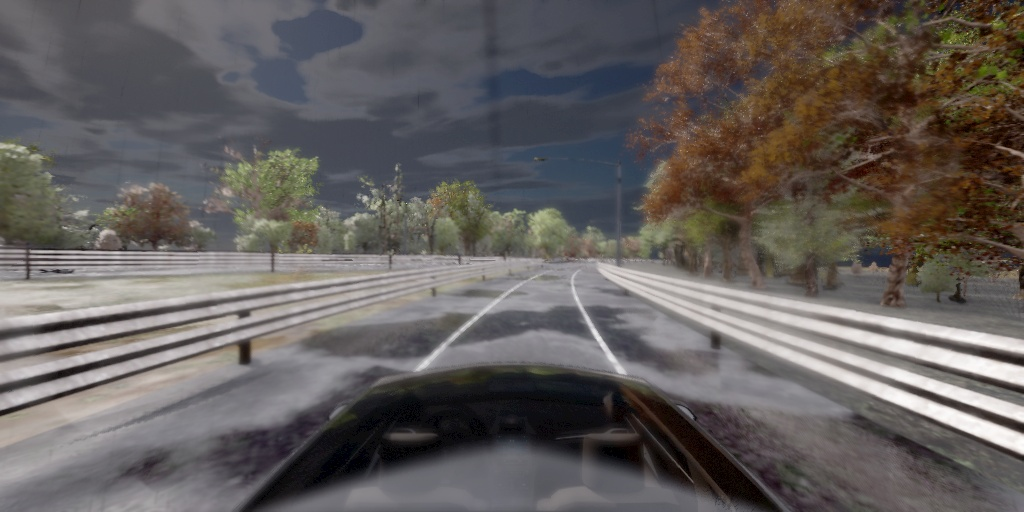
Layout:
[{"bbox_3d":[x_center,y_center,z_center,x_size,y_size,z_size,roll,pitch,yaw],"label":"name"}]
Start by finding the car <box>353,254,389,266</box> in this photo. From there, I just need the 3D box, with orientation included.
[{"bbox_3d":[-18.136,0.486,46.414,2.128,1.511,4.902,0,-1,31],"label":"car"}]

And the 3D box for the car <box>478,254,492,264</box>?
[{"bbox_3d":[-3.963,0.556,56.581,2.097,1.767,4.553,0,0,31],"label":"car"}]

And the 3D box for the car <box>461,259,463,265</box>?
[{"bbox_3d":[-9.971,0.656,60.173,1.837,1.490,4.892,0,-1,31],"label":"car"}]

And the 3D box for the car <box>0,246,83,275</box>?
[{"bbox_3d":[-26.354,0.228,19.080,1.812,1.442,4.674,0,0,31],"label":"car"}]

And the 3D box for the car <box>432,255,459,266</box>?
[{"bbox_3d":[-10.007,0.671,53.248,1.994,1.385,4.181,0,0,31],"label":"car"}]
